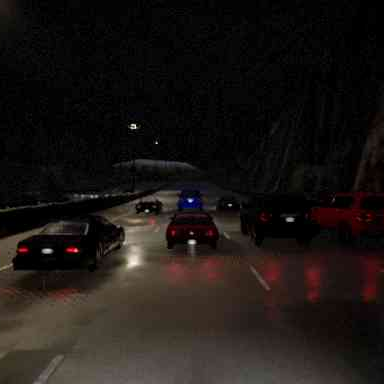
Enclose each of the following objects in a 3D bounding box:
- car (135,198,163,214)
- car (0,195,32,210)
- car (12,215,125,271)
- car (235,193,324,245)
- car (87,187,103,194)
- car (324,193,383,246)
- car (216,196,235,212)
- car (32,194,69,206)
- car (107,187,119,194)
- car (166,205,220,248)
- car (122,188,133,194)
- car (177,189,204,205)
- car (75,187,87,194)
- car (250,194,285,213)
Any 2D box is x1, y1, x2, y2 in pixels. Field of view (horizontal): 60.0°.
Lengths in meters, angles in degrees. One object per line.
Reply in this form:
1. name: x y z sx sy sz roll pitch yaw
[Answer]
1. car: -3.638 1.181 28.950 1.895 1.301 4.718 0 1 0
2. car: -17.878 1.023 34.752 2.033 1.411 5.357 0 1 0
3. car: -3.493 1.435 10.510 2.033 1.411 5.357 0 1 0
4. car: 3.483 1.043 14.567 2.150 2.045 5.566 0 1 0
5. car: -21.622 -0.327 76.003 2.128 1.511 4.902 0 2 0
6. car: 6.984 1.040 14.521 2.150 2.045 5.566 0 1 0
7. car: 3.344 1.088 31.336 1.994 1.385 4.181 0 1 0
8. car: -14.375 0.976 34.770 1.837 1.490 4.892 0 1 0
9. car: -18.122 -0.378 76.030 1.882 1.535 5.008 0 2 0
10. car: -0.013 1.436 13.897 1.895 1.301 4.718 0 1 0
11. car: -14.622 -0.308 76.061 1.994 1.385 4.181 0 2 0
12. car: -0.144 0.780 29.878 2.150 2.045 5.566 0 1 0
13. car: -25.122 -0.323 75.974 1.812 1.442 4.674 0 2 0
14. car: 6.848 1.024 30.751 2.128 1.511 4.902 0 1 0
